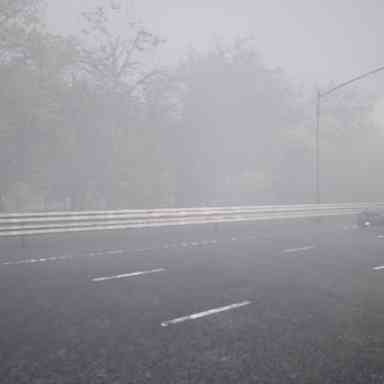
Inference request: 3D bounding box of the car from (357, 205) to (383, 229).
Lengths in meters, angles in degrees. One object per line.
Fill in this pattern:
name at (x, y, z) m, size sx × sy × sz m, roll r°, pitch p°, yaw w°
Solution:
car at (12.384, 1.598, 21.119) m, size 4.892 × 1.490 × 1.837 m, roll 0°, pitch 0°, yaw -35°
